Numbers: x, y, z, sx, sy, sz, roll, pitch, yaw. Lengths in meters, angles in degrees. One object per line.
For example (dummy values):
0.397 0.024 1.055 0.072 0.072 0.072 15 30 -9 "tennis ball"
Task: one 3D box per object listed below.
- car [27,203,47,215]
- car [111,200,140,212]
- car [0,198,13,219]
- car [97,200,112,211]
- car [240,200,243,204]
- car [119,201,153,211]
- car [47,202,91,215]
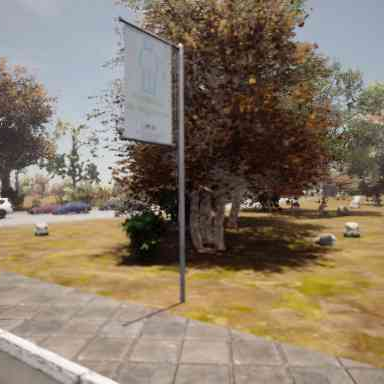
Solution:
-17.693 1.997 40.385 1.994 1.385 4.181 -1 0 39 "car"
-7.224 1.814 42.048 2.128 1.511 4.902 -1 0 38 "car"
-20.153 1.627 31.691 2.150 2.045 5.566 -1 0 39 "car"
-11.435 1.901 48.372 1.837 1.490 4.892 -1 0 38 "car"
8.214 1.763 63.771 1.895 1.301 4.718 -1 0 32 "car"
-7.928 1.950 47.188 1.895 1.301 4.718 -1 0 37 "car"
-14.132 1.914 39.250 1.812 1.442 4.674 -1 0 38 "car"
